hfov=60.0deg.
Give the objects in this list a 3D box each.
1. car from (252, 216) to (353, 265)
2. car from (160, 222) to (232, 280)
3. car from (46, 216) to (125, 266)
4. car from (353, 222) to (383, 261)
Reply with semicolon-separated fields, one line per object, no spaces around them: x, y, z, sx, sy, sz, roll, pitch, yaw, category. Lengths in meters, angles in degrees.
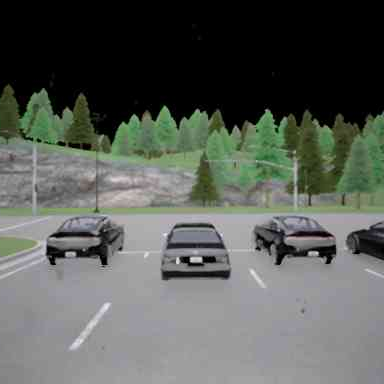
3.492;1.613;12.141;2.128;1.511;4.902;0;-1;-1;car
0.049;1.650;10.256;2.033;1.411;5.357;0;-1;-1;car
-3.610;1.611;11.998;2.128;1.511;4.902;0;-1;-3;car
7.083;1.680;11.446;1.994;1.385;4.181;0;-1;0;car
